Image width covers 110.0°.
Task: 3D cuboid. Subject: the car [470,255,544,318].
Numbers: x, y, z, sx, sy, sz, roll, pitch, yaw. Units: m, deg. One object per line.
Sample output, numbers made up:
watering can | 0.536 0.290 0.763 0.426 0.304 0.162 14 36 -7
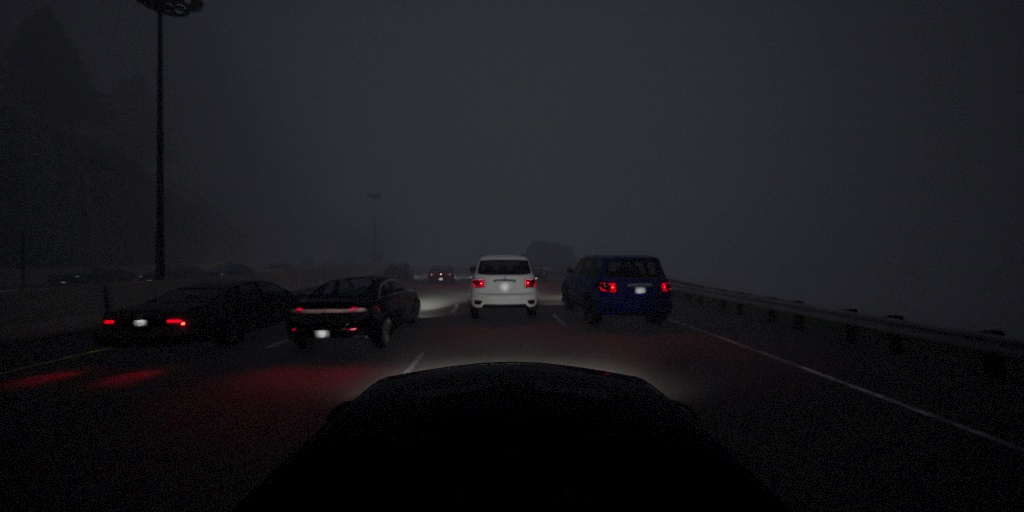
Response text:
car | -0.382 0.985 13.303 2.150 2.045 5.566 0 0 -4

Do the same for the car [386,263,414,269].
car | -9.280 1.294 29.745 2.128 1.511 4.902 0 0 -9

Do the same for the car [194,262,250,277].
car | -23.728 1.314 30.162 1.882 1.535 5.008 0 0 -10

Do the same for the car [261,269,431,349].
car | -3.681 1.259 9.191 2.128 1.511 4.902 0 0 -2

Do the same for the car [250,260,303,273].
car | -20.365 1.356 31.277 1.812 1.442 4.674 0 0 -10

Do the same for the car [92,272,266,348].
car | -7.175 1.323 9.333 2.033 1.411 5.357 0 0 -2

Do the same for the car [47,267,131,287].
car | -30.101 1.447 25.965 1.895 1.301 4.718 0 0 -9

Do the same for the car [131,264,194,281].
car | -27.036 1.390 28.942 2.033 1.411 5.357 0 0 -10

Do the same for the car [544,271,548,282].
car | 1.474 1.378 28.911 1.895 1.301 4.718 0 0 -8

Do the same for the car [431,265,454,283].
car | -5.528 1.393 28.422 1.895 1.301 4.718 0 0 -8

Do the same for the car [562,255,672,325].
car | 3.193 0.978 12.008 2.150 2.045 5.566 0 0 -3
